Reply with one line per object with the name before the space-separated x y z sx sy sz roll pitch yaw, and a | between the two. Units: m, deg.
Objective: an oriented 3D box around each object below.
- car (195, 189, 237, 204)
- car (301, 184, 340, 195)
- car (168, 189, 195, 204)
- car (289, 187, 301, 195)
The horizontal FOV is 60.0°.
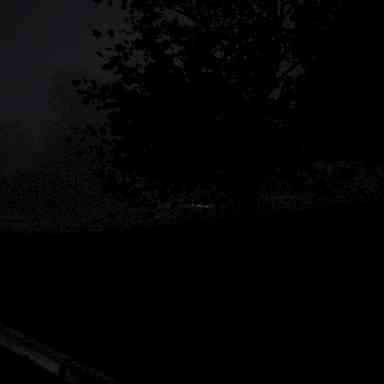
car | 3.410 0.573 37.550 5.357 1.411 2.033 -3 3 -33
car | 17.981 -0.484 45.584 4.902 1.511 2.128 -3 2 -25
car | -0.615 0.418 38.975 4.553 1.767 2.097 -3 3 -34
car | 16.504 -0.374 48.760 4.902 1.511 2.128 -3 2 -25
